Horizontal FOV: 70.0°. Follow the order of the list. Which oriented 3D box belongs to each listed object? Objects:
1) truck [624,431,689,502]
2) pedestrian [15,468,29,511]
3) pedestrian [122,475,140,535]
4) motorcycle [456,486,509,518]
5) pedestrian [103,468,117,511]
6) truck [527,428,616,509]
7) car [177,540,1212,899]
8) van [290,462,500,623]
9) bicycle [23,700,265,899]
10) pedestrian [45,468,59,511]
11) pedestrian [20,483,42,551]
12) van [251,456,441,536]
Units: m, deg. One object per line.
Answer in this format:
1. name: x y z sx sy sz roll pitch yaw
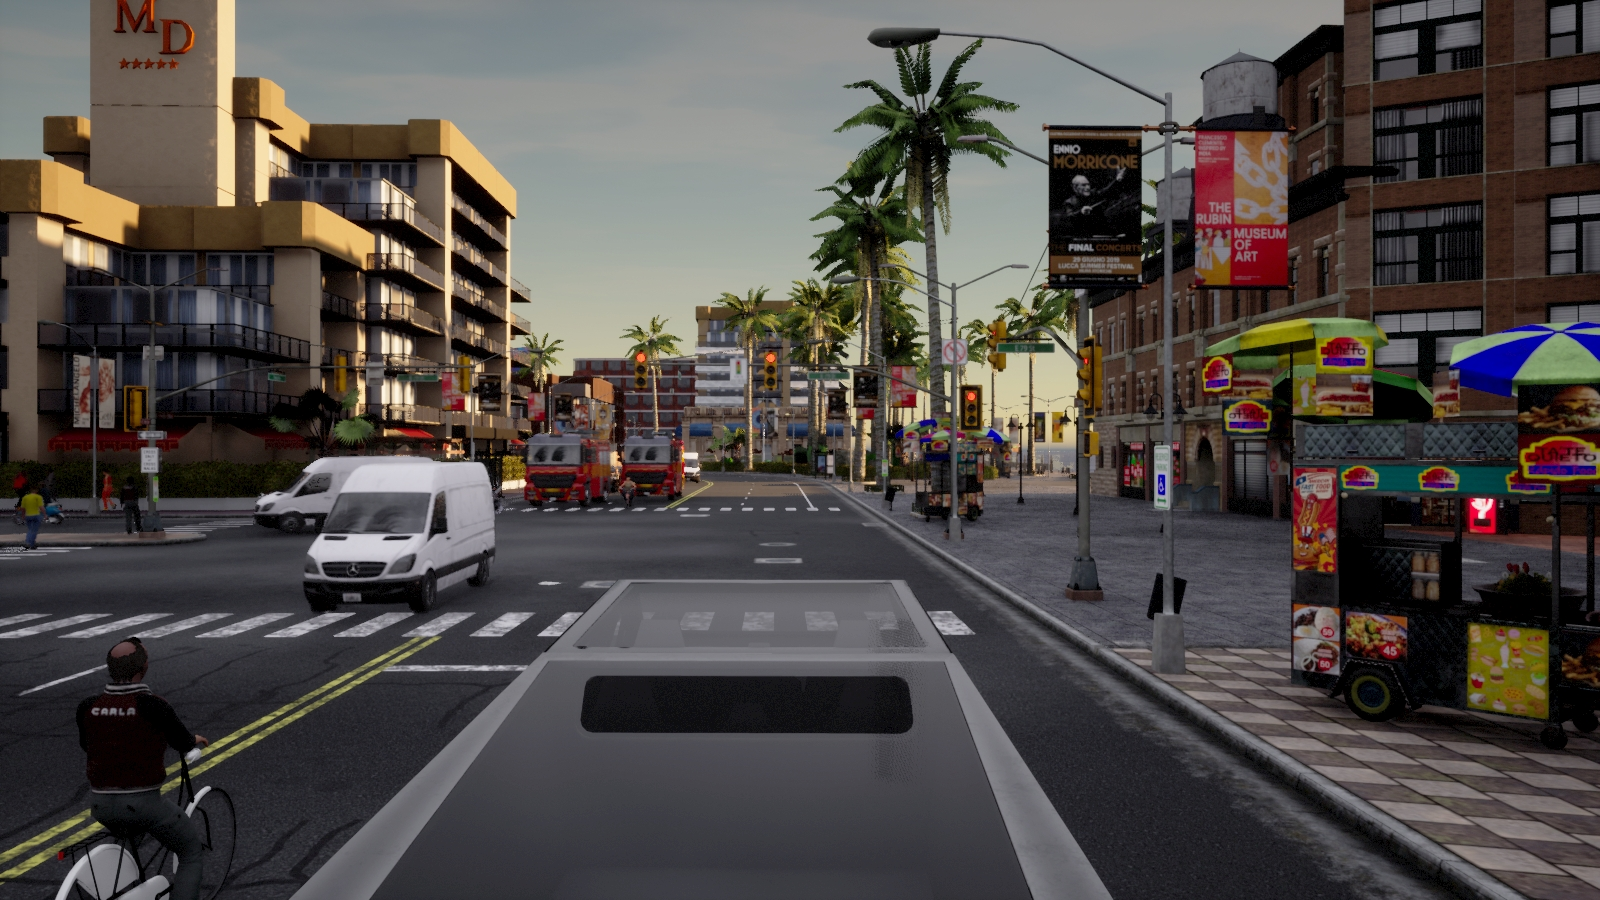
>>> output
1. truck: -8.113 0.889 65.659 2.891 3.827 8.468 0 0 -1
2. pedestrian: -33.529 1.696 49.239 0.375 1.860 0.375 0 0 3
3. pedestrian: -20.814 1.704 35.548 0.375 1.860 0.375 0 0 -10
4. motorcycle: -13.608 2.205 49.039 0.867 1.251 2.209 0 0 30
5. pedestrian: -29.826 1.696 49.387 0.375 1.860 0.375 0 0 -5
6. truck: -11.520 0.891 58.386 2.891 3.827 8.468 0 0 0
7. car: -0.214 1.754 5.773 2.390 2.098 6.274 0 0 1
8. van: -7.386 1.534 21.616 1.988 2.561 5.915 0 0 -1
9. bicycle: -3.625 2.210 6.485 0.329 1.171 1.835 0 0 0
10. pedestrian: -32.265 1.696 49.288 0.375 1.860 0.375 0 0 -10
11. pedestrian: -21.403 1.849 31.798 0.375 1.860 0.375 0 0 -7
12. van: -15.877 1.534 40.073 5.915 2.561 1.988 0 1 -32
